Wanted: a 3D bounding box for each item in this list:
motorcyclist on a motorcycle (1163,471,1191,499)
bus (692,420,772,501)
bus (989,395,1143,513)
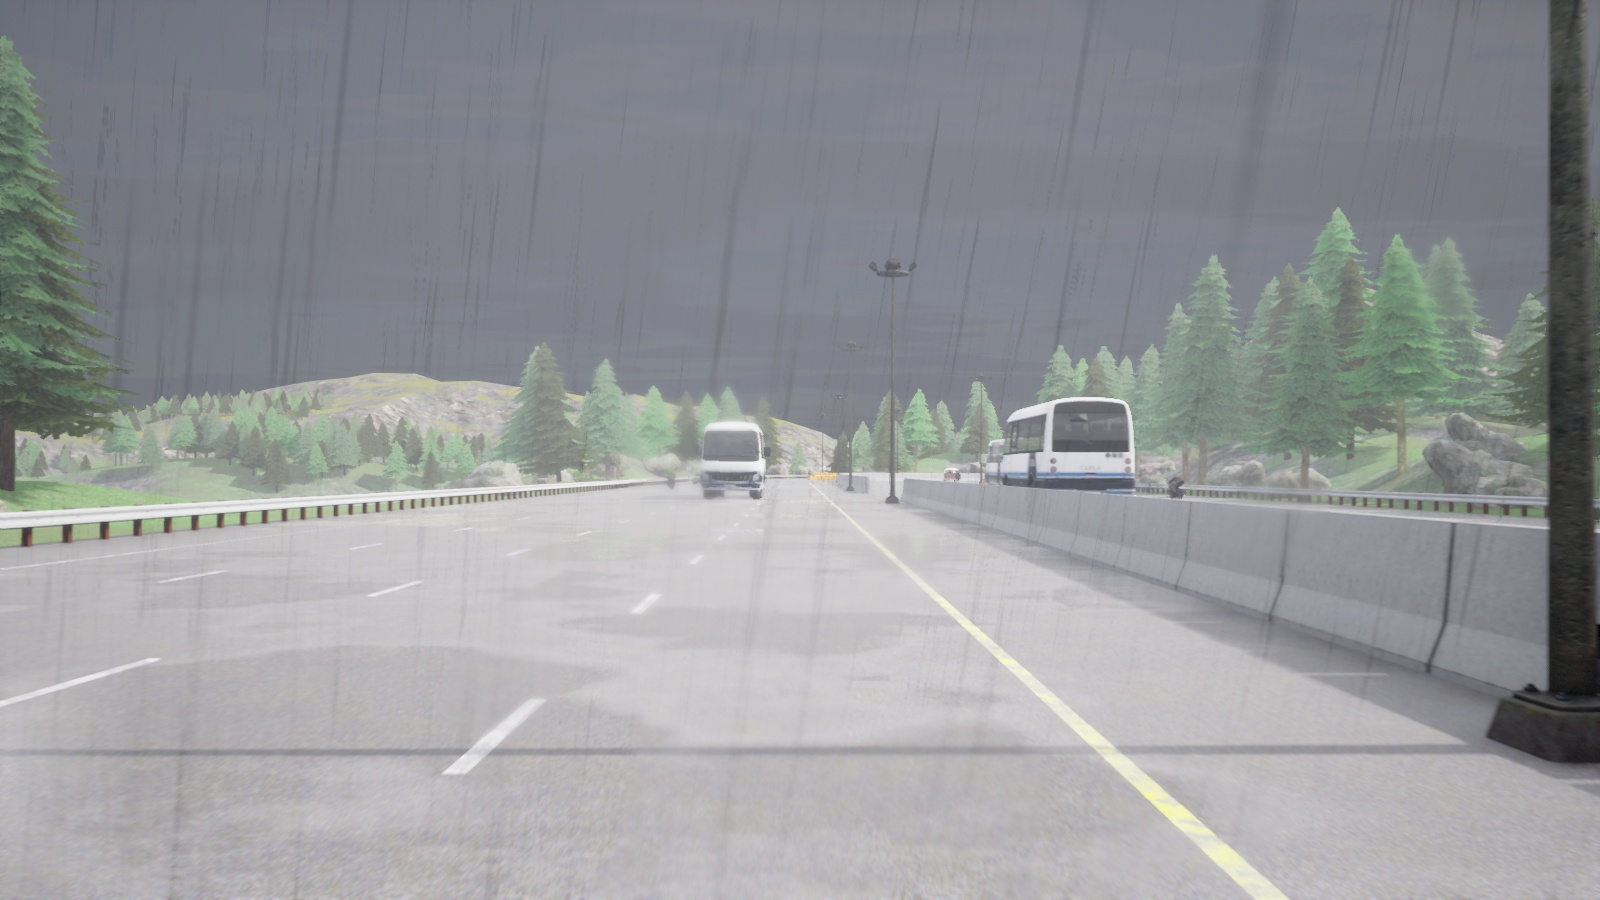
[{"bbox_3d":[20.838,1.930,69.521,0.866,1.530,2.191,0,-1,0],"label":"motorcyclist on a motorcycle"},{"bbox_3d":[-3.672,0.637,70.741,3.944,4.253,10.273,0,-1,0],"label":"bus"},{"bbox_3d":[10.376,0.241,50.451,3.944,4.253,10.273,0,-1,0],"label":"bus"}]
